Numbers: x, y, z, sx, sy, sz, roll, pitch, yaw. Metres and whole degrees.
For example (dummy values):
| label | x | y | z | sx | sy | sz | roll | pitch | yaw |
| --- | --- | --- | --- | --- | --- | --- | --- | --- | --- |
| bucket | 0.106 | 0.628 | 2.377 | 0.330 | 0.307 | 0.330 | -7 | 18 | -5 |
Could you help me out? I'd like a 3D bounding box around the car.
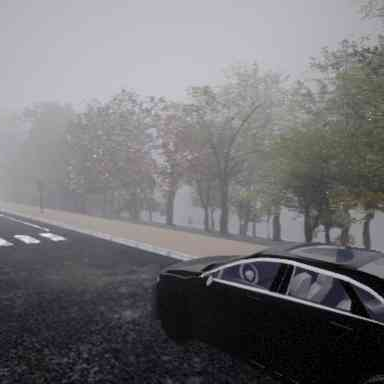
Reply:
| label | x | y | z | sx | sy | sz | roll | pitch | yaw |
| --- | --- | --- | --- | --- | --- | --- | --- | --- | --- |
| car | 1.368 | 1.413 | 4.188 | 2.128 | 1.511 | 4.902 | -1 | 1 | -40 |
